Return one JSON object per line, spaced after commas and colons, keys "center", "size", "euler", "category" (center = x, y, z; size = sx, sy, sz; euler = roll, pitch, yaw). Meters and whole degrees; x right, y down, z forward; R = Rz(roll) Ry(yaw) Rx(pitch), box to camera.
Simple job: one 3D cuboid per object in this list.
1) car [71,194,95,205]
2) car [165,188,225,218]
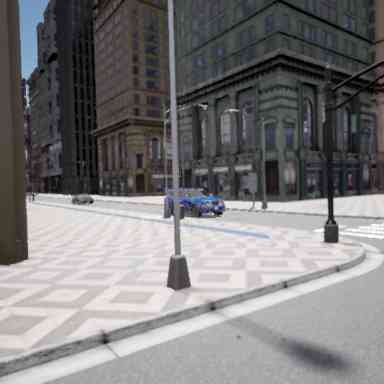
{"center": [-15.354, 1.012, 46.480], "size": [2.033, 1.411, 5.357], "euler": [-3, 2, -35], "category": "car"}
{"center": [0.058, 0.734, 24.705], "size": [2.150, 2.045, 5.566], "euler": [-3, 2, -35], "category": "car"}
